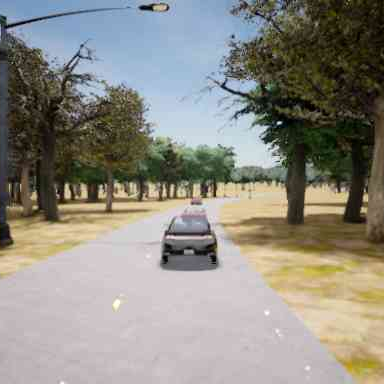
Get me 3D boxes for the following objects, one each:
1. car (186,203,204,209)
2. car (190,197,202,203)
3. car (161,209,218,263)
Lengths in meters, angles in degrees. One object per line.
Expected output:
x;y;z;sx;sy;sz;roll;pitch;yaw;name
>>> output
0.279;1.847;27.093;1.895;1.301;4.718;0;0;3;car
0.862;1.767;64.082;1.882;1.535;5.008;0;0;9;car
-0.059;1.612;12.443;2.128;1.511;4.902;0;0;1;car
